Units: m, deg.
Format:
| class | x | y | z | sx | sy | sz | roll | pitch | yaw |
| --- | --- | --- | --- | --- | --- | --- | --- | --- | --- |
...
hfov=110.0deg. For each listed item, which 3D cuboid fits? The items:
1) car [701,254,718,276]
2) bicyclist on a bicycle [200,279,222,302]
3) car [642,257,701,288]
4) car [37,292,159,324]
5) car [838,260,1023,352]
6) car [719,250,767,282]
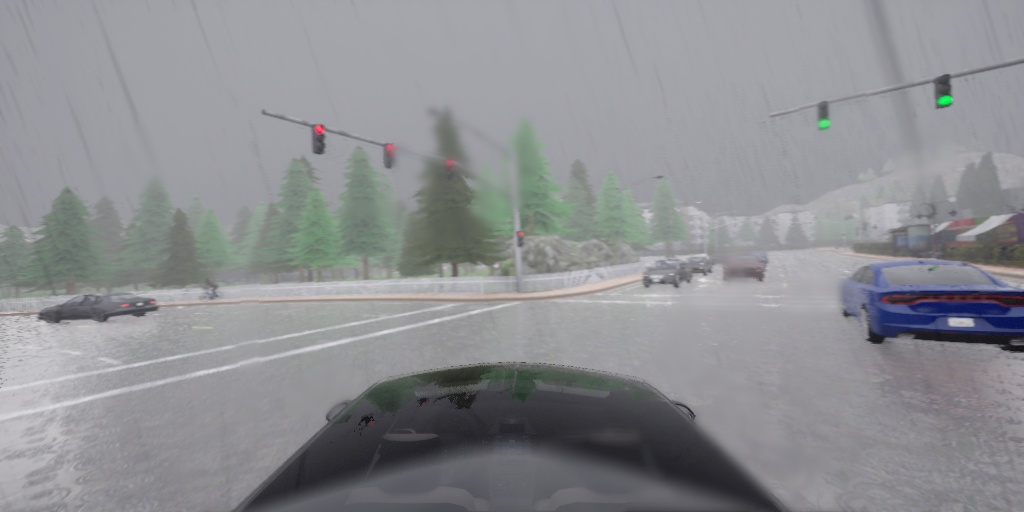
| class | x | y | z | sx | sy | sz | roll | pitch | yaw |
| --- | --- | --- | --- | --- | --- | --- | --- | --- | --- |
| car | 14.759 | 0.771 | 28.651 | 2.033 | 1.411 | 5.357 | -4 | -1 | 36 |
| bicyclist on a bicycle | -21.836 | 2.483 | 25.987 | 0.582 | 1.620 | 1.656 | -3 | 0 | 8 |
| car | 9.046 | 0.953 | 20.746 | 2.128 | 1.511 | 4.902 | -4 | -1 | 38 |
| car | -21.134 | 2.613 | 18.390 | 5.357 | 1.411 | 2.033 | -3 | -1 | 9 |
| car | 8.440 | 0.820 | 7.612 | 1.882 | 1.535 | 5.008 | -4 | -1 | 36 |
| car | 14.135 | 0.666 | 21.815 | 1.882 | 1.535 | 5.008 | -4 | -1 | 36 |
